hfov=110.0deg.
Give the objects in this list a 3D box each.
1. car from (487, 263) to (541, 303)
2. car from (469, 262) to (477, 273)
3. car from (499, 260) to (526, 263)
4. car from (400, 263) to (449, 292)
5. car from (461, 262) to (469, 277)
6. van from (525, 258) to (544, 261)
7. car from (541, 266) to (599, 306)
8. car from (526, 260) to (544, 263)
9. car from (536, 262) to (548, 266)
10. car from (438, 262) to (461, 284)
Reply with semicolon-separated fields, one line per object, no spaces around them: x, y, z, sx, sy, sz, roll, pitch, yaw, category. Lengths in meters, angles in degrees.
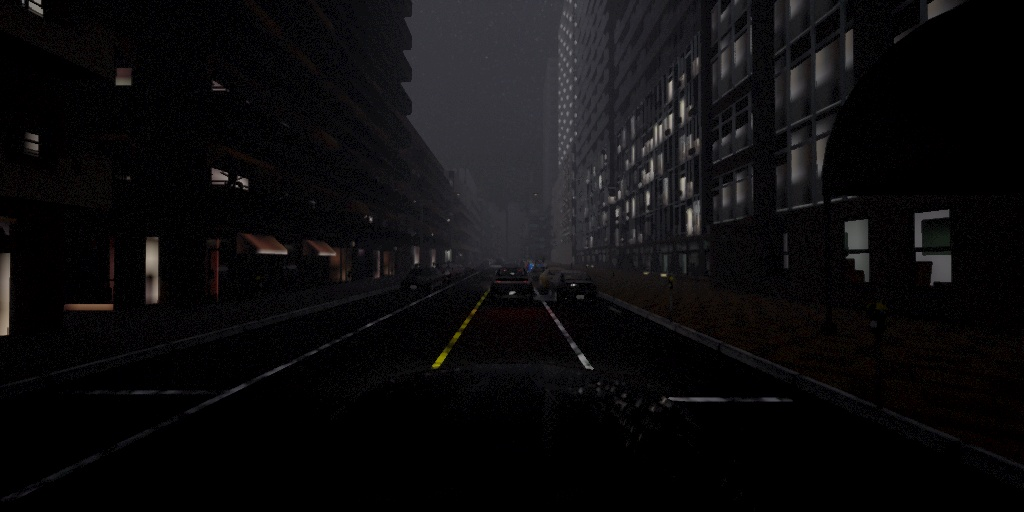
0.000;1.248;16.502;2.128;1.511;4.902;0;0;0;car
-5.315;1.343;44.084;1.802;1.307;4.207;0;0;0;car
0.000;1.290;31.503;1.812;1.442;4.674;0;0;0;car
-5.315;1.319;21.499;1.948;1.339;4.313;0;0;0;car
-5.315;1.339;32.791;1.802;1.307;4.207;0;0;0;car
2.566;1.099;38.274;1.690;1.789;3.998;0;0;0;van
2.566;1.302;15.665;2.007;1.370;4.403;0;0;0;car
2.566;1.307;32.622;2.007;1.370;4.403;0;0;0;car
2.566;1.279;21.487;1.751;1.417;4.829;0;0;0;car
-5.315;1.195;27.145;1.967;1.591;4.097;0;0;0;car
